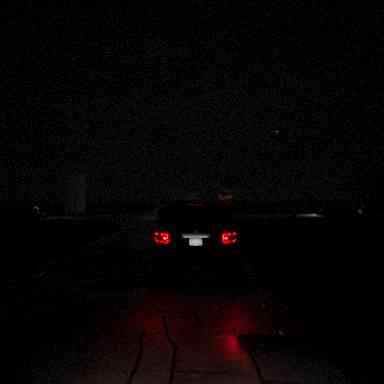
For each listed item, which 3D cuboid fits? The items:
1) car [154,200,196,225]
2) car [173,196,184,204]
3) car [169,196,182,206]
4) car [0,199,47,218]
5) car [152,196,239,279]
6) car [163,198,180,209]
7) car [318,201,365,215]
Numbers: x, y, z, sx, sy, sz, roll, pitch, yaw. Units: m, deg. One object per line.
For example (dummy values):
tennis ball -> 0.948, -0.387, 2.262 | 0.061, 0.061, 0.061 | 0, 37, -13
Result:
car -> -1.406, 1.474, 25.538 | 1.882, 1.535, 5.008 | 0, 1, -19
car -> -2.734, 1.593, 67.760 | 2.033, 1.411, 5.357 | 0, 0, 0
car -> -2.799, 1.518, 57.080 | 1.882, 1.535, 5.008 | 0, 0, 1
car -> -15.411, 1.427, 29.628 | 4.553, 1.767, 2.097 | 0, -1, -2
car -> 0.097, 1.225, 10.194 | 2.150, 2.045, 5.566 | 0, 0, 0
car -> -2.820, 1.592, 46.111 | 1.994, 1.385, 4.181 | 0, 0, 0
car -> 14.633, 1.556, 32.671 | 4.181, 1.385, 1.994 | 0, -1, -1
